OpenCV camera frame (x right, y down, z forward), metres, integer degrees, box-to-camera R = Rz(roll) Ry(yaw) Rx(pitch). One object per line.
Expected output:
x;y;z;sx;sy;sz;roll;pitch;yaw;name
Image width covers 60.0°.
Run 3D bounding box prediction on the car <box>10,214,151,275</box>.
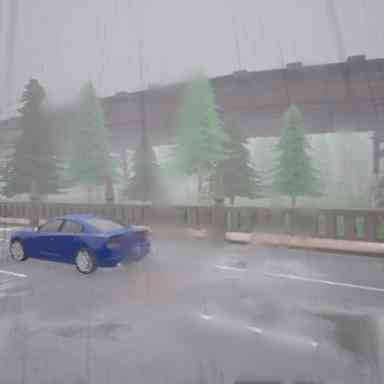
-3.592;1.428;10.328;5.008;1.535;1.882;0;0;31;car
